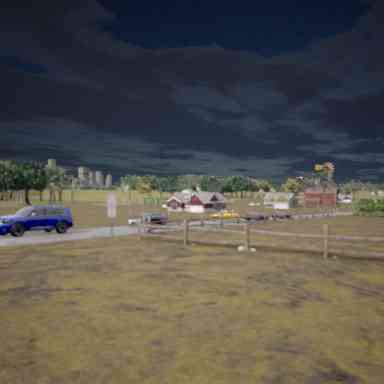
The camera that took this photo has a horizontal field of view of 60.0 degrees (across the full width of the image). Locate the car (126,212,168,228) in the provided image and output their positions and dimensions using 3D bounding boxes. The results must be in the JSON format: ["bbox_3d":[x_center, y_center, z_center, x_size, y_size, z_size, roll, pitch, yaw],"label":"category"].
[{"bbox_3d":[-4.502,2.760,33.815,2.128,1.511,4.902,0,-2,36],"label":"car"}]

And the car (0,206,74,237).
[{"bbox_3d":[-11.372,2.059,24.188,2.150,2.045,5.566,0,-2,35],"label":"car"}]

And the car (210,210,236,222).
[{"bbox_3d":[4.334,3.307,46.105,1.882,1.535,5.008,0,-2,36],"label":"car"}]

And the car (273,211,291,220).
[{"bbox_3d":[15.104,3.909,56.293,2.033,1.411,5.357,0,-2,36],"label":"car"}]

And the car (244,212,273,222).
[{"bbox_3d":[9.372,3.541,48.201,2.033,1.411,5.357,0,-2,36],"label":"car"}]
